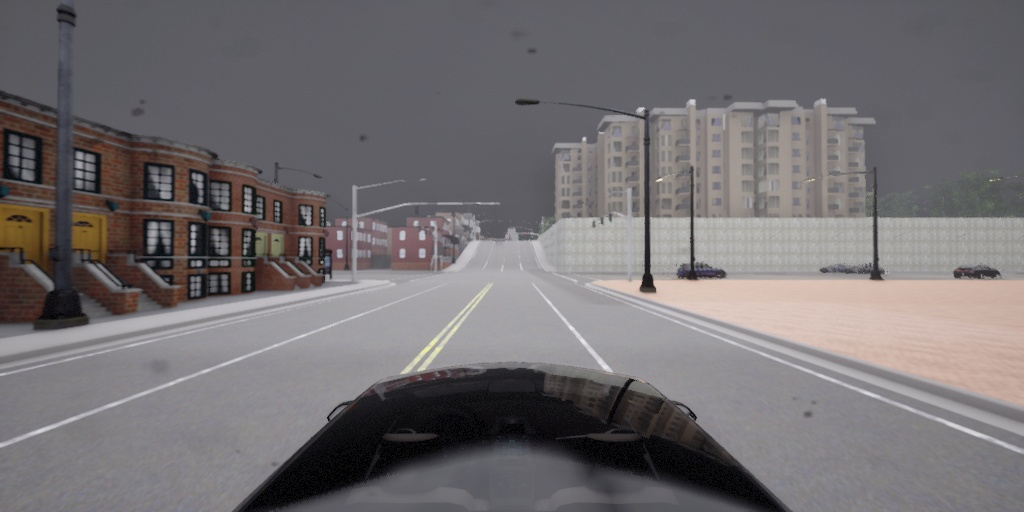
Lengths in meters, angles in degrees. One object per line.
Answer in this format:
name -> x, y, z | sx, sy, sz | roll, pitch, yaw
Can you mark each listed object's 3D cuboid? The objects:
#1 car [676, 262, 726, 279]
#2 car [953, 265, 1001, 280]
car -> 19.693, 1.507, 37.303 | 4.553, 1.767, 2.097 | 0, -1, 0
car -> 48.177, 1.664, 37.230 | 4.892, 1.490, 1.837 | 1, -1, -18
